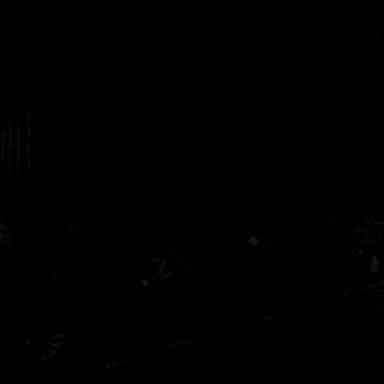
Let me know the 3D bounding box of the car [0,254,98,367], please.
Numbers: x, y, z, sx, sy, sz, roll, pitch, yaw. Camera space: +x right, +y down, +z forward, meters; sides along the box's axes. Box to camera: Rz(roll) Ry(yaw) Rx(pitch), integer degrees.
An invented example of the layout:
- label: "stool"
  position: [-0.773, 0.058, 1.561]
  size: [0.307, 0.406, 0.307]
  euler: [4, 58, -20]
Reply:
- label: "car"
  position: [-3.393, 1.561, 4.230]
  size: [4.313, 1.339, 1.947]
  euler: [1, -1, -36]

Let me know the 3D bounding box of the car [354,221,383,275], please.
- label: "car"
  position: [5.782, 1.656, 10.781]
  size: [4.507, 1.381, 1.887]
  euler: [1, -1, -36]

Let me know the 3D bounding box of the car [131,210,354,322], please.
- label: "car"
  position: [1.196, 1.368, 7.507]
  size: [5.009, 1.841, 2.192]
  euler: [1, -1, -36]
